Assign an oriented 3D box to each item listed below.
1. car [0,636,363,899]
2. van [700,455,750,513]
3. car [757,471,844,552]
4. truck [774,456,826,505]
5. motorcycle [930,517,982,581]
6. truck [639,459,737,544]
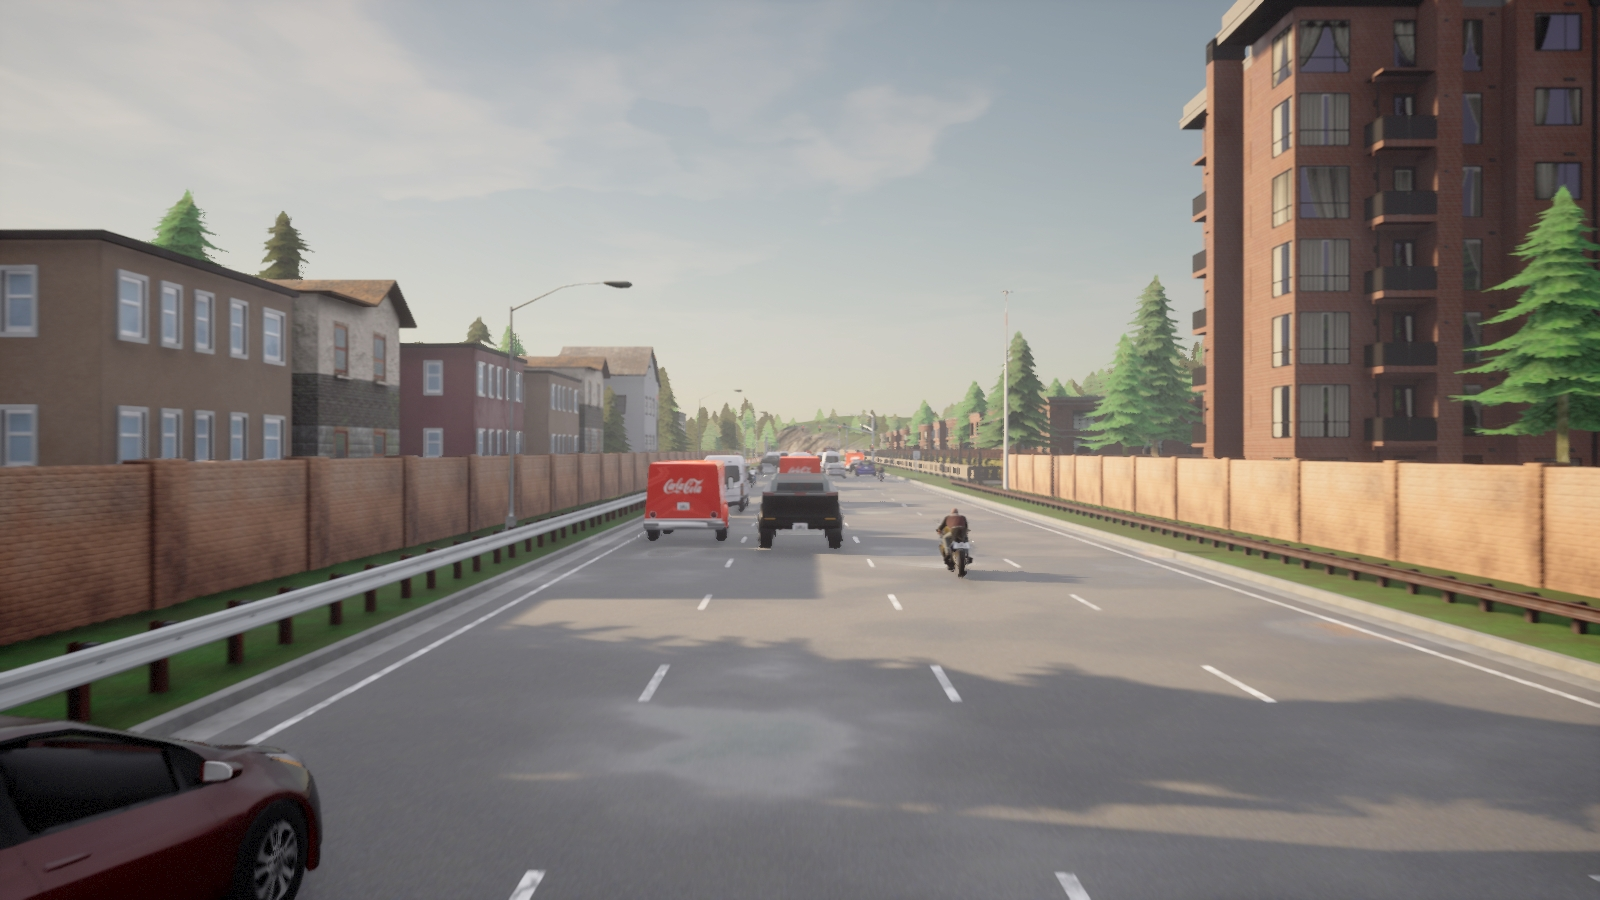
[{"bbox_3d":[-4.207,2.040,5.437,2.007,1.525,4.514,0,0,9],"label":"car"},{"bbox_3d":[-3.505,1.535,54.317,1.988,2.561,5.915,0,0,0],"label":"van"},{"bbox_3d":[0.002,1.754,34.485,2.390,2.098,6.274,0,0,0],"label":"car"},{"bbox_3d":[0.000,1.569,60.796,2.627,2.467,5.204,0,0,0],"label":"truck"},{"bbox_3d":[3.502,2.205,25.823,0.867,1.251,2.209,0,0,0],"label":"motorcycle"},{"bbox_3d":[-3.498,1.571,36.796,2.627,2.467,5.204,0,0,0],"label":"truck"}]
